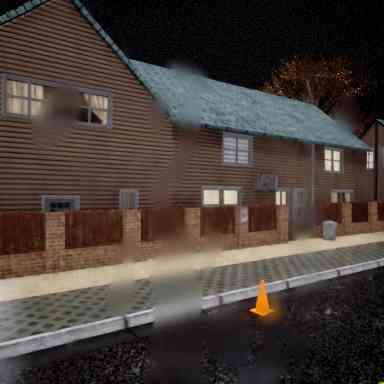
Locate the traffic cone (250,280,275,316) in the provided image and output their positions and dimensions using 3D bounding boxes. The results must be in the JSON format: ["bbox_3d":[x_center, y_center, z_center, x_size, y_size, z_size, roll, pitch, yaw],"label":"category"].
[{"bbox_3d":[1.324,1.955,6.247,0.340,0.580,0.340,0,0,-34],"label":"traffic cone"}]
